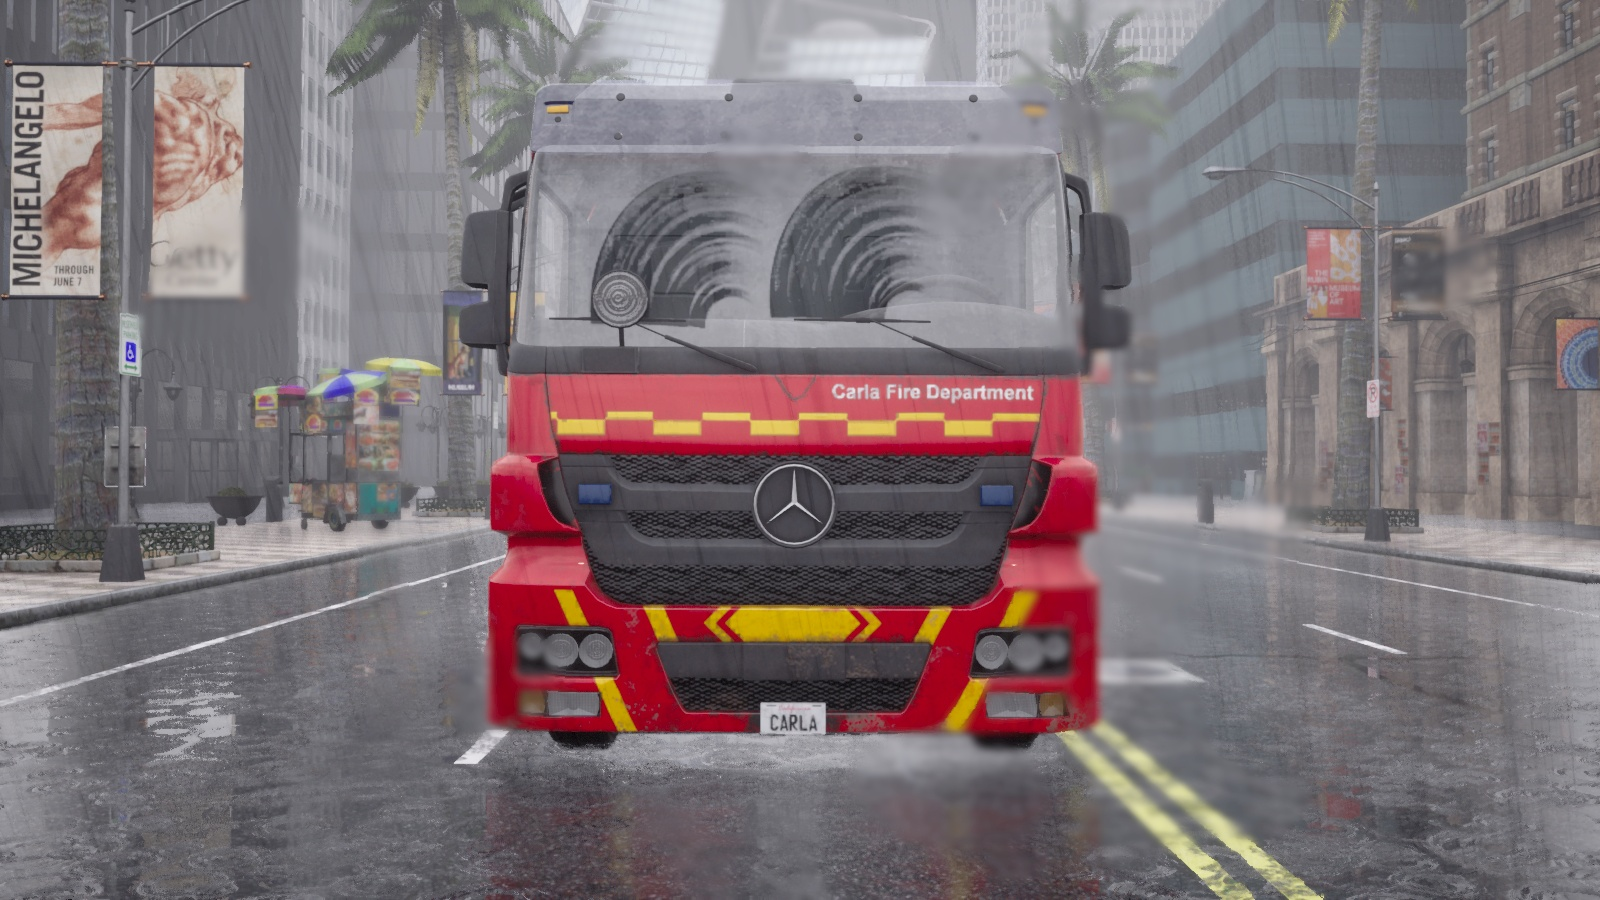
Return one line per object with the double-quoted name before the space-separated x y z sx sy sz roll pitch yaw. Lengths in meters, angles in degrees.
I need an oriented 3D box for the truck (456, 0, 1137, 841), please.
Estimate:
"truck" -0.025 -0.189 9.594 2.891 3.827 8.468 0 -1 0
